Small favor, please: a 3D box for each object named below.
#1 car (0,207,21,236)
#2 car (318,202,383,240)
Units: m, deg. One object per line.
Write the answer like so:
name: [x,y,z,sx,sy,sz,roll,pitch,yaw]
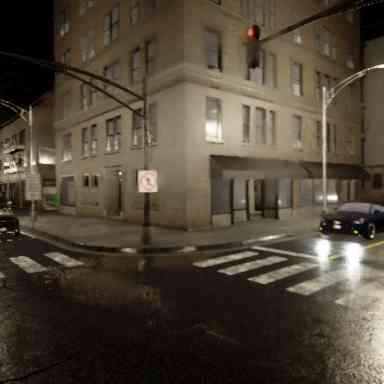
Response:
car: [-9.675,1.407,16.264,2.008,1.369,4.403,-2,1,-40]
car: [7.280,1.143,14.453,4.181,1.385,1.994,-2,1,-40]
